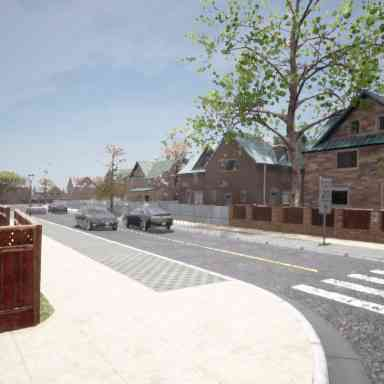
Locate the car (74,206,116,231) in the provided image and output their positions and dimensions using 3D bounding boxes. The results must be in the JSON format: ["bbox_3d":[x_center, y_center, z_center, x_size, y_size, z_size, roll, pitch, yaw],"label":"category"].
[{"bbox_3d":[-6.548,1.746,22.441,1.837,1.490,4.892,2,-2,-34],"label":"car"}]

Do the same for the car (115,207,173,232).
[{"bbox_3d":[-3.102,1.787,22.613,2.128,1.511,4.902,2,-2,-34],"label":"car"}]

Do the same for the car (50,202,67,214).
[{"bbox_3d":[-18.210,2.107,44.882,2.128,1.511,4.902,2,-2,-34],"label":"car"}]

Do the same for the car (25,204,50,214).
[{"bbox_3d":[-19.678,2.123,41.958,1.895,1.301,4.718,2,-2,-34],"label":"car"}]
